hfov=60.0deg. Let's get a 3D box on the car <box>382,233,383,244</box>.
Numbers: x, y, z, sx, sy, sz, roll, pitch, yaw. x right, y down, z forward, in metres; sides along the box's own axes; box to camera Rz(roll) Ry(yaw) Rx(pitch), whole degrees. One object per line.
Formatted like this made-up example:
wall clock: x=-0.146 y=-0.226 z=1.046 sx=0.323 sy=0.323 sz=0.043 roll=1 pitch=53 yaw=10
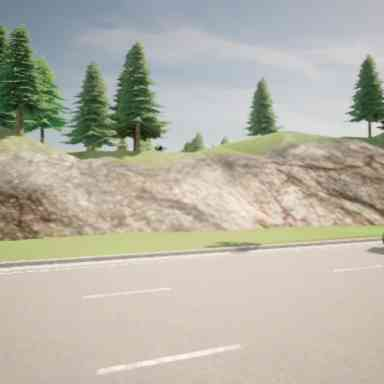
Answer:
car: x=10.372 y=1.772 z=14.401 sx=4.181 sy=1.385 sz=1.994 roll=0 pitch=-1 yaw=-21
